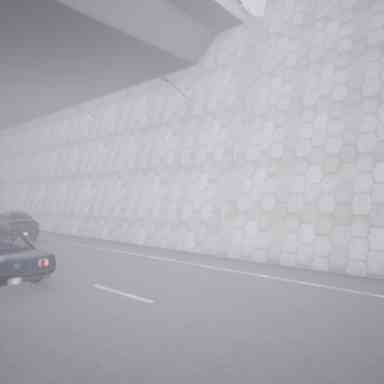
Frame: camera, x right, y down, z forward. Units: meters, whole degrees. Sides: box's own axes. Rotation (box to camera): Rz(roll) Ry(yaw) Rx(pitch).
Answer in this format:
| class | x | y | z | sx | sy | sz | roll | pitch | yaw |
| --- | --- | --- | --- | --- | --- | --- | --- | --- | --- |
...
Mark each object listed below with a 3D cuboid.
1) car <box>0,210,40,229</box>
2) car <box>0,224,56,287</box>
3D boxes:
| class | x | y | z | sx | sy | sz | roll | pitch | yaw |
| --- | --- | --- | --- | --- | --- | --- | --- | --- | --- |
| car | -9.417 | 1.695 | 16.651 | 4.892 | 1.490 | 1.837 | -1 | -1 | 40 |
| car | -5.590 | 1.705 | 8.804 | 4.718 | 1.301 | 1.895 | -1 | -1 | 41 |
